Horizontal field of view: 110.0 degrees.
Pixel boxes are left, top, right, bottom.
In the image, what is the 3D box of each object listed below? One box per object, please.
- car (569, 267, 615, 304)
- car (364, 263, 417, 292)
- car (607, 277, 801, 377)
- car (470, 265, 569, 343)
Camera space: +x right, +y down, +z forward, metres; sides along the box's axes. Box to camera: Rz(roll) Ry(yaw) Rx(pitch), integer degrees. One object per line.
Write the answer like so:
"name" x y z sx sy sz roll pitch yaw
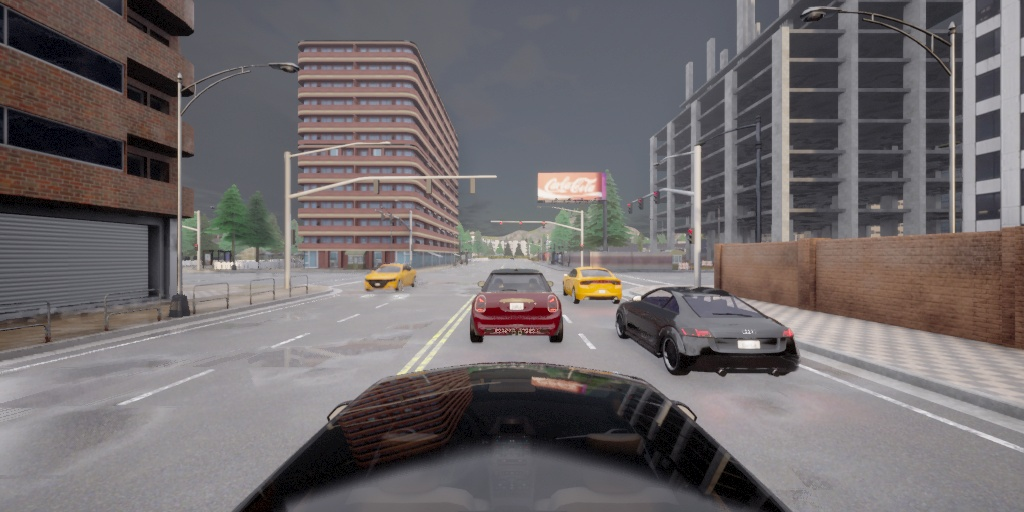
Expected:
"car" 3.501 1.228 16.389 1.882 1.535 5.008 0 0 0
"car" -7.100 1.227 21.432 1.882 1.535 5.008 0 0 0
"car" 3.599 1.314 7.456 1.994 1.385 4.181 0 0 0
"car" 0.101 1.102 9.862 2.097 1.767 4.553 0 0 0
